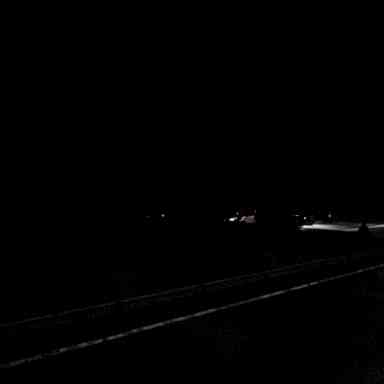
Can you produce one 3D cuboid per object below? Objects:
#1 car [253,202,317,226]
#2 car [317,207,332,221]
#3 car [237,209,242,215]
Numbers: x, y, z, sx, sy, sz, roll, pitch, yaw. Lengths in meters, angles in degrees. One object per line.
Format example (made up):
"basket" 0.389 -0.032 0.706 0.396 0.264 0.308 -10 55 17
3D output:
"car" 6.580 1.649 24.583 1.994 1.385 4.181 0 -1 -39
"car" 8.938 1.584 27.233 2.128 1.511 4.902 0 -1 -39
"car" 2.687 1.785 34.647 2.033 1.411 5.357 0 -1 -42
